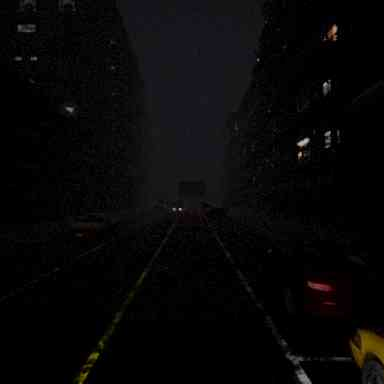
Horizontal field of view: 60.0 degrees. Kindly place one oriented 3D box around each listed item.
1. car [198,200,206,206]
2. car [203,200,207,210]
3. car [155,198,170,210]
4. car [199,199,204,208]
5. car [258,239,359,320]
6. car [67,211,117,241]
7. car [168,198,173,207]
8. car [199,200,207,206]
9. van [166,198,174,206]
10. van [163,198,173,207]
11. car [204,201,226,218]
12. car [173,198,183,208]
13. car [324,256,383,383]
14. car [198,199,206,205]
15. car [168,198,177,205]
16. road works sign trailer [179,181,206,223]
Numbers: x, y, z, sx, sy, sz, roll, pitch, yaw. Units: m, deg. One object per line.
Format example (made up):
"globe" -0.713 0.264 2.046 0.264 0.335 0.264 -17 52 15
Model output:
"car" 2.605 2.701 84.588 1.887 1.381 4.507 1 -1 0
"car" 2.595 2.033 40.519 1.752 1.417 4.829 1 -1 0
"car" -5.281 2.263 56.833 1.752 1.417 4.829 2 -1 0
"car" 2.598 2.284 56.937 1.887 1.381 4.507 1 -1 0
"car" 2.586 1.667 7.169 1.802 1.307 4.206 1 -1 0
"car" -5.289 1.742 18.129 1.752 1.417 4.829 2 -1 0
"car" -5.274 2.135 62.537 2.192 1.841 5.009 2 -1 0
"car" 2.604 2.614 79.059 1.887 1.381 4.507 1 -1 0
"van" -5.272 2.411 79.125 1.690 1.788 3.998 1 -1 0
"van" -5.272 2.325 73.594 1.690 1.788 3.998 2 -1 0
"car" 2.593 1.976 34.817 1.887 1.381 4.507 1 -1 0
"car" -2.750 2.397 64.673 2.033 1.411 5.357 0 -1 1
"car" 2.587 1.548 1.811 1.752 1.417 4.829 2 -1 0
"car" 2.616 2.685 90.121 1.967 1.590 4.097 1 -1 0
"car" -5.269 2.560 90.185 2.192 1.841 5.009 1 -1 0
"road works sign trailer" 0.004 0.825 29.499 2.380 3.560 2.880 0 -1 0
